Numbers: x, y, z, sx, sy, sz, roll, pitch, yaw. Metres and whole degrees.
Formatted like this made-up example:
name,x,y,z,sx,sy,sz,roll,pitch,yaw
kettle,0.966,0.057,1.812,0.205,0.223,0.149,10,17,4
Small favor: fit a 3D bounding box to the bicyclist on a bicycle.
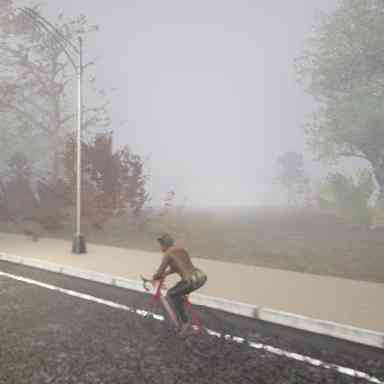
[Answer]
name,x,y,z,sx,sy,sz,roll,pitch,yaw
bicyclist on a bicycle,-0.257,1.454,4.808,1.656,1.620,0.582,0,0,35
